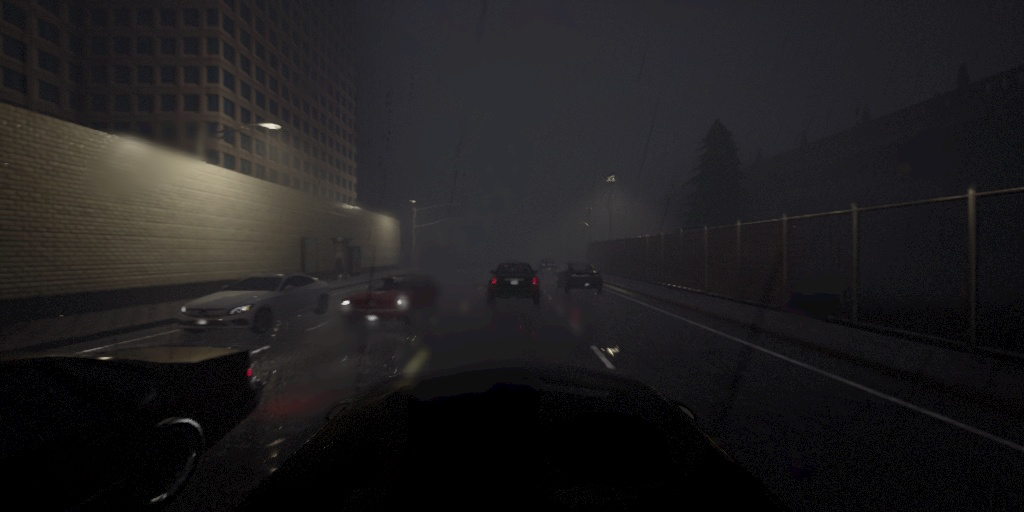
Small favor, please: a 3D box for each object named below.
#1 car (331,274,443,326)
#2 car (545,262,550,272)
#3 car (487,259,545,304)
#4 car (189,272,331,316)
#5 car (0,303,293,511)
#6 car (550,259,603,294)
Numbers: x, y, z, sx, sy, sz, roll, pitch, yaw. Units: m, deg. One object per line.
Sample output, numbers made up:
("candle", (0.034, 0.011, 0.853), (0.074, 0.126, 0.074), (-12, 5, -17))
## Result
("car", (-3.585, 1.283, 11.455), (1.895, 1.301, 4.718), (0, 0, 0))
("car", (3.552, 1.000, 35.866), (2.128, 1.511, 4.902), (0, 0, 0))
("car", (0.094, 1.004, 15.689), (2.097, 1.767, 4.553), (0, 0, 0))
("car", (-7.088, 1.214, 10.539), (1.812, 1.442, 4.674), (0, 0, 0))
("car", (-3.598, 1.299, 1.500), (2.033, 1.411, 5.357), (0, 0, 0))
("car", (3.516, 1.119, 19.198), (2.128, 1.511, 4.902), (0, 1, 0))
